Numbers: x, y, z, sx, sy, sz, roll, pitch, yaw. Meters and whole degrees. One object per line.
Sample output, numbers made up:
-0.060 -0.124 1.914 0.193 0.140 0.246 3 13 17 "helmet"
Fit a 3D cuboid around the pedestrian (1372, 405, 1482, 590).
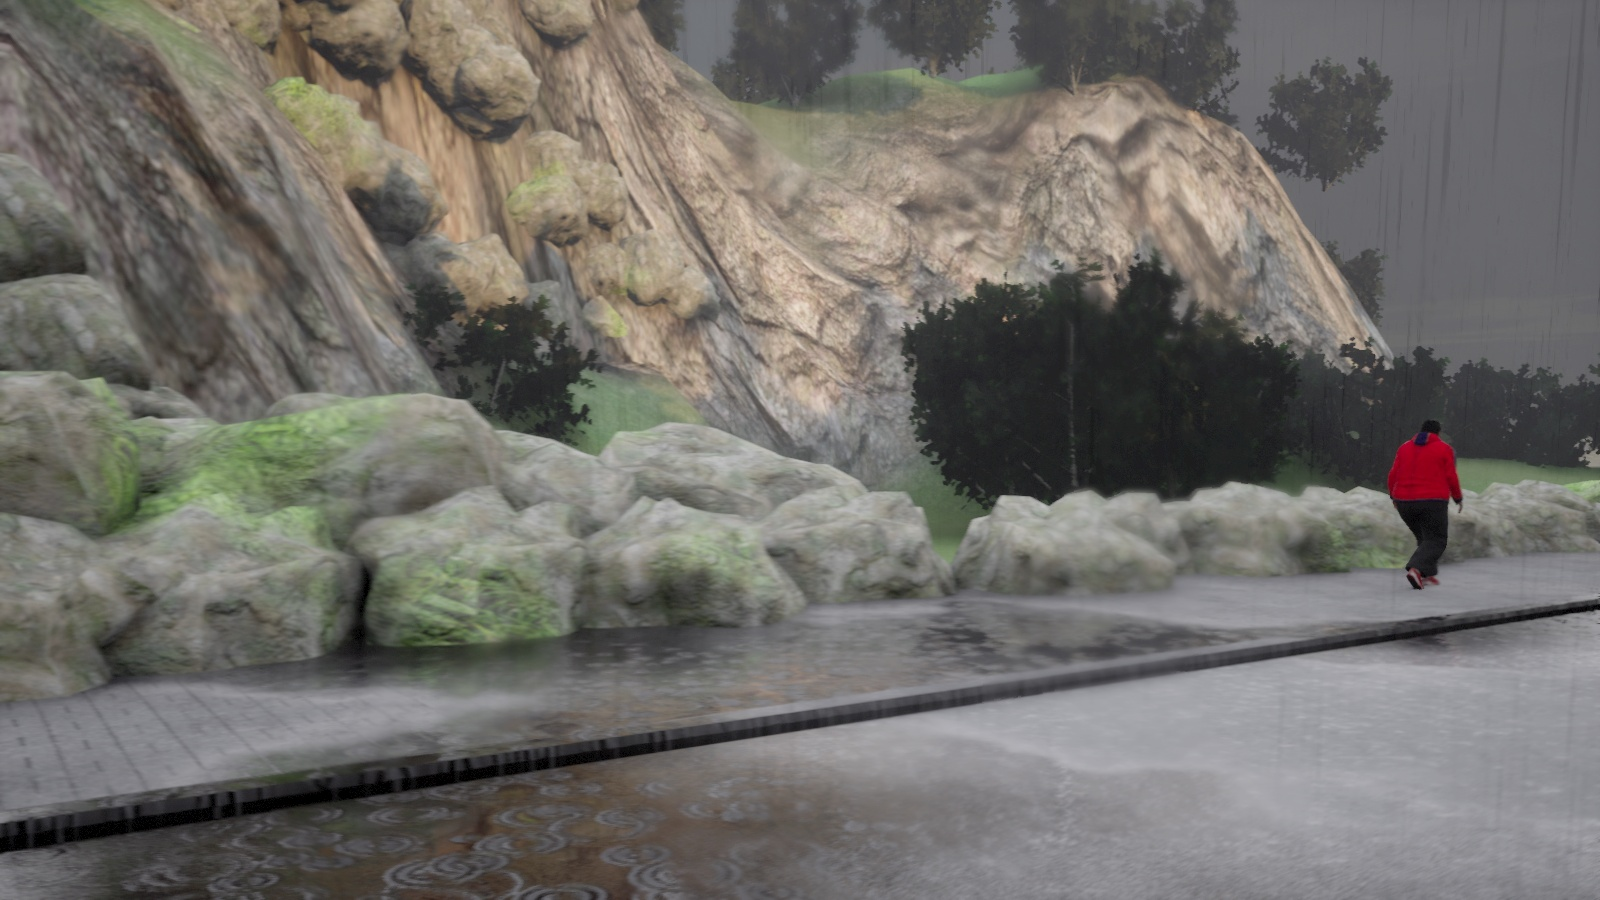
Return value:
6.514 0.473 13.052 0.899 1.844 0.634 0 0 -32 "pedestrian"
